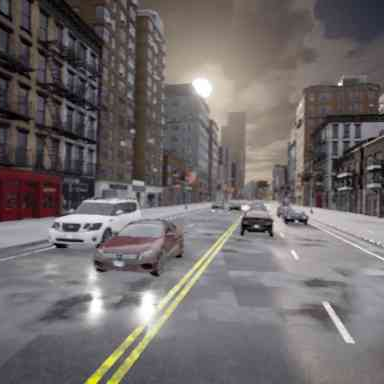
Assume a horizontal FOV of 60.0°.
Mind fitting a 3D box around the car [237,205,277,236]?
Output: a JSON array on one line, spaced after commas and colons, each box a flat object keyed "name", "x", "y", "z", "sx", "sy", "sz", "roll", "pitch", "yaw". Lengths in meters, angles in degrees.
[{"name": "car", "x": 4.122, "y": 1.834, "z": 21.143, "sx": 1.882, "sy": 1.535, "sz": 5.008, "roll": 1, "pitch": -1, "yaw": 11}]

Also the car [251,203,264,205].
[{"name": "car", "x": 7.537, "y": 1.995, "z": 38.272, "sx": 2.097, "sy": 1.767, "sz": 4.553, "roll": 1, "pitch": -1, "yaw": 11}]

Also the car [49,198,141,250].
[{"name": "car", "x": -3.952, "y": 1.324, "z": 14.879, "sx": 2.150, "sy": 2.045, "sz": 5.566, "roll": 1, "pitch": -1, "yaw": 11}]

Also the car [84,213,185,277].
[{"name": "car", "x": -1.440, "y": 1.633, "z": 10.885, "sx": 1.812, "sy": 1.442, "sz": 4.674, "roll": 1, "pitch": -1, "yaw": 11}]

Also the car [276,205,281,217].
[{"name": "car", "x": 11.087, "y": 2.289, "z": 39.829, "sx": 2.033, "sy": 1.411, "sz": 5.357, "roll": 1, "pitch": -1, "yaw": 12}]

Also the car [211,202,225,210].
[{"name": "car", "x": 4.523, "y": 2.379, "z": 57.250, "sx": 1.994, "sy": 1.385, "sz": 4.181, "roll": 1, "pitch": -1, "yaw": 12}]

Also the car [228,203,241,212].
[{"name": "car", "x": 6.655, "y": 2.390, "z": 51.447, "sx": 1.895, "sy": 1.301, "sz": 4.718, "roll": 1, "pitch": -1, "yaw": 11}]

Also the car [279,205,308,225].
[{"name": "car", "x": 9.089, "y": 2.172, "z": 29.633, "sx": 1.895, "sy": 1.301, "sz": 4.718, "roll": 1, "pitch": -1, "yaw": 12}]
